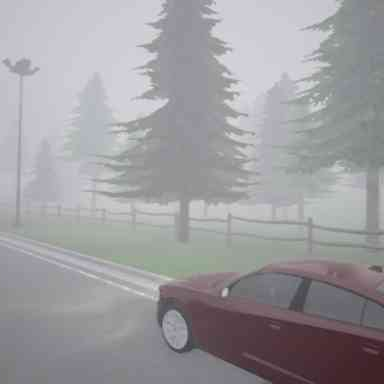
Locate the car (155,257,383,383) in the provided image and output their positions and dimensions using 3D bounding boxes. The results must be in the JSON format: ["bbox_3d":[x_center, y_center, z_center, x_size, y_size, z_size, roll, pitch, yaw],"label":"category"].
[{"bbox_3d":[1.530,1.618,4.404,1.882,1.535,5.008,2,-2,-44],"label":"car"}]
